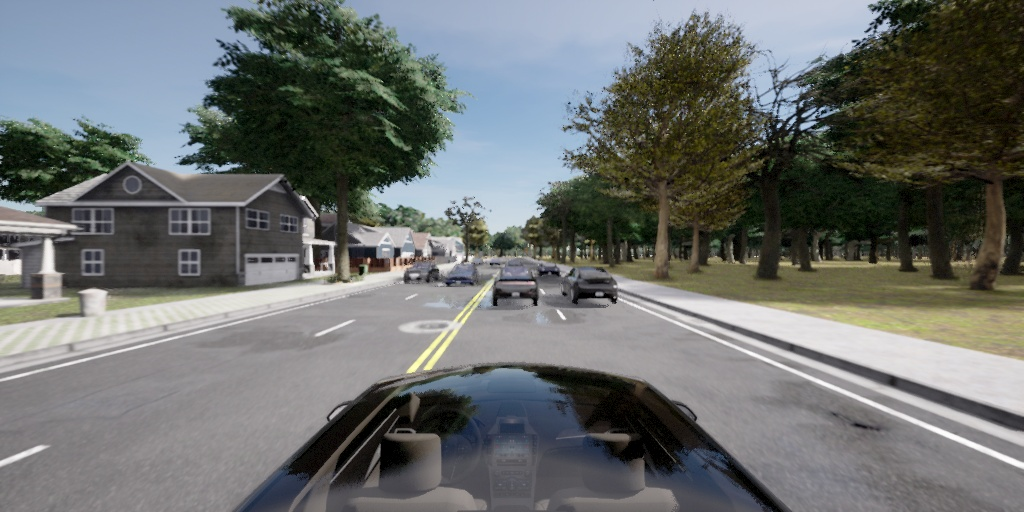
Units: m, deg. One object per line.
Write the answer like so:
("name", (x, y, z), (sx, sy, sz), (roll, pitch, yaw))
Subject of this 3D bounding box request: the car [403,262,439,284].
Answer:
("car", (-6.516, 1.179, 26.302), (2.128, 1.511, 4.902), (0, 0, 0))

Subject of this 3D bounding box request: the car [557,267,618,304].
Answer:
("car", (3.399, 1.231, 16.294), (1.837, 1.490, 4.892), (0, 0, 0))

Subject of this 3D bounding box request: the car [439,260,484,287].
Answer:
("car", (-3.274, 1.244, 24.620), (2.033, 1.411, 5.357), (0, 0, 0))

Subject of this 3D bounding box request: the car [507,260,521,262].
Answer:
("car", (0.216, 1.171, 34.990), (2.128, 1.511, 4.902), (0, 0, 0))

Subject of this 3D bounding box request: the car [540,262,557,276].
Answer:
("car", (3.467, 1.286, 35.133), (1.895, 1.301, 4.718), (0, 0, 0))

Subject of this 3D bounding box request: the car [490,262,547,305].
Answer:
("car", (0.143, 1.214, 15.716), (2.128, 1.511, 4.902), (0, 0, 0))

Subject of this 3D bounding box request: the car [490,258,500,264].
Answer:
("car", (-3.040, 1.140, 65.349), (2.033, 1.411, 5.357), (0, 0, 1))
